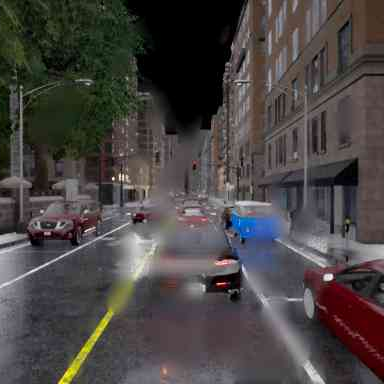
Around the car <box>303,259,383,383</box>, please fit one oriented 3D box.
[{"bbox_3d":[2.850,1.544,4.308,1.887,1.381,4.507,0,0,0],"label":"car"}]

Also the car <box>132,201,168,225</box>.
[{"bbox_3d":[-3.048,1.590,23.968,1.895,1.301,4.718,0,0,0],"label":"car"}]

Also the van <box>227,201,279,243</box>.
[{"bbox_3d":[2.836,1.336,15.629,1.690,1.788,3.998,0,0,0],"label":"van"}]

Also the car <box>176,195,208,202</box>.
[{"bbox_3d":[0.014,1.338,27.534,2.097,1.767,4.553,0,0,2],"label":"car"}]

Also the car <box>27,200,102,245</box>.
[{"bbox_3d":[-5.689,1.310,15.578,2.192,1.841,5.009,0,0,0],"label":"car"}]

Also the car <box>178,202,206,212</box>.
[{"bbox_3d":[0.080,1.519,18.577,1.812,1.442,4.674,0,0,0],"label":"car"}]

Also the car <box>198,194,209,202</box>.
[{"bbox_3d":[2.762,1.387,75.666,1.967,1.590,4.097,0,0,0],"label":"car"}]

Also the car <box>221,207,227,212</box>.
[{"bbox_3d":[2.830,1.557,21.289,1.947,1.339,4.313,0,0,0],"label":"car"}]

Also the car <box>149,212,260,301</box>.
[{"bbox_3d":[0.090,1.490,8.315,2.128,1.511,4.902,0,0,0],"label":"car"}]

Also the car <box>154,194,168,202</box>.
[{"bbox_3d":[-5.742,1.480,59.097,1.752,1.417,4.829,0,0,0],"label":"car"}]

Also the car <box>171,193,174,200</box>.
[{"bbox_3d":[-5.763,1.491,75.619,1.887,1.381,4.507,0,0,0],"label":"car"}]

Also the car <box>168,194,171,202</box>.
[{"bbox_3d":[-5.749,1.502,64.717,2.008,1.369,4.403,0,0,0],"label":"car"}]

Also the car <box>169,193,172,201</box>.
[{"bbox_3d":[-5.756,1.493,70.169,1.887,1.381,4.507,0,0,0],"label":"car"}]

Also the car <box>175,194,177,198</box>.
[{"bbox_3d":[-5.776,1.496,86.521,2.008,1.369,4.403,0,0,0],"label":"car"}]
